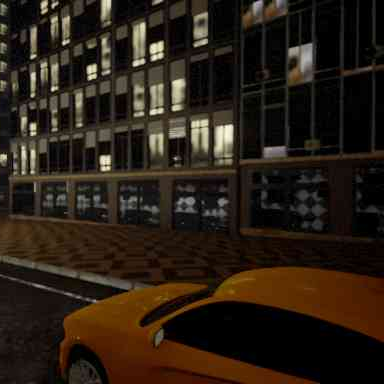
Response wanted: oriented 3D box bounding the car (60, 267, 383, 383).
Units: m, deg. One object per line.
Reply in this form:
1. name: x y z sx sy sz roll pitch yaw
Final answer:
1. car: 0.809 1.482 3.054 5.008 1.535 1.882 -1 0 36
